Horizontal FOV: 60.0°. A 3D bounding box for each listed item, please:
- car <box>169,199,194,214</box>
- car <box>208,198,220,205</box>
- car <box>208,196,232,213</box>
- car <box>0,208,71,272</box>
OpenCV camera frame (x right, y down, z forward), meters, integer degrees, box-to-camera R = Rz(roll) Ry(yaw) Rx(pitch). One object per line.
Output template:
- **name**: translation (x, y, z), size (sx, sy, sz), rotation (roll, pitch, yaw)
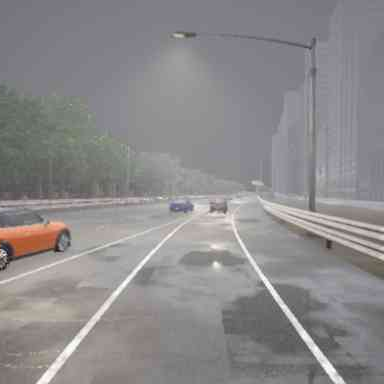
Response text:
- **car**: translation (-1.070, 1.529, 36.098), size (1.882, 1.535, 5.008), rotation (1, 0, 11)
- **car**: translation (4.295, 1.776, 64.148), size (1.895, 1.301, 4.718), rotation (1, 0, 11)
- **car**: translation (3.183, 1.591, 38.395), size (2.128, 1.511, 4.902), rotation (0, 0, 9)
- **car**: translation (-5.898, 1.302, 10.832), size (2.097, 1.767, 4.553), rotation (1, 0, 11)
